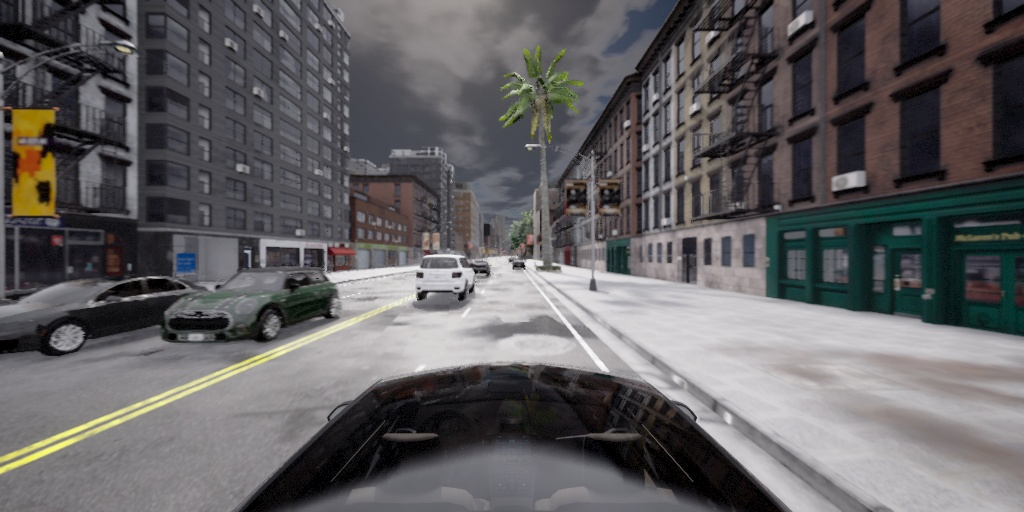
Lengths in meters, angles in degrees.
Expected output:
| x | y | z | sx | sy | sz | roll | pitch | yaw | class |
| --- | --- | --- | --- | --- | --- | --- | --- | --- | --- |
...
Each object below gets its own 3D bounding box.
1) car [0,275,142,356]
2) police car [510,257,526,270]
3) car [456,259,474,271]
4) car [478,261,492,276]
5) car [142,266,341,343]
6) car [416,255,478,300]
| x | y | z | sx | sy | sz | roll | pitch | yaw | class |
| --- | --- | --- | --- | --- | --- | --- | --- | --- | --- |
| -9.848 | 1.255 | 8.696 | 1.837 | 1.490 | 4.892 | 0 | 0 | 0 | car |
| 0.990 | 1.167 | 52.907 | 1.930 | 1.638 | 5.238 | 0 | 0 | 0 | police car |
| -6.558 | 1.220 | 50.542 | 1.882 | 1.535 | 5.008 | 0 | 0 | 0 | car |
| -3.139 | 1.250 | 36.651 | 1.837 | 1.490 | 4.892 | 0 | 0 | 0 | car |
| -6.598 | 1.101 | 9.727 | 2.097 | 1.767 | 4.553 | 0 | 0 | 0 | car |
| -3.145 | 0.970 | 17.790 | 2.150 | 2.045 | 5.566 | 0 | 0 | 0 | car |
